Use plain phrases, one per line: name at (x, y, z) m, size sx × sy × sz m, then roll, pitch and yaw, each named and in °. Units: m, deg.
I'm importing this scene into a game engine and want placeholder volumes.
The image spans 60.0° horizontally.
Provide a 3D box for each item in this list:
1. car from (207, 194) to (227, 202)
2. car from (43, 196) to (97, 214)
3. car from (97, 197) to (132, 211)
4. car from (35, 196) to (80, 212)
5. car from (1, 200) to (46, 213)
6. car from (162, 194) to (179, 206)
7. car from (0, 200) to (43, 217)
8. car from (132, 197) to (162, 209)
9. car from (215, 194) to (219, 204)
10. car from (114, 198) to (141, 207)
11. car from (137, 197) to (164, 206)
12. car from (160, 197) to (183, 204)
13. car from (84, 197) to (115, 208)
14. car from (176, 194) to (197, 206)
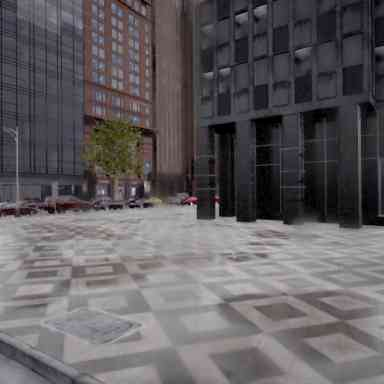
car at (5.799, 1.297, 76.472) m, size 2.192 × 1.841 × 5.009 m, roll -1°, pitch 0°, yaw 35°
car at (-12.857, 1.291, 34.515) m, size 2.192 × 1.841 × 5.009 m, roll -1°, pitch 0°, yaw 35°
car at (-9.647, 1.525, 39.152) m, size 1.947 × 1.339 × 4.313 m, roll -1°, pitch 0°, yaw 35°
car at (-16.084, 1.390, 39.989) m, size 2.097 × 1.767 × 4.553 m, roll -1°, pitch 0°, yaw 35°
car at (-19.864, 1.643, 39.366) m, size 1.947 × 1.339 × 4.313 m, roll -1°, pitch 0°, yaw 35°
car at (-2.033, 1.496, 54.758) m, size 2.033 × 1.411 × 5.357 m, roll -1°, pitch 0°, yaw 35°
car at (-16.063, 1.577, 29.876) m, size 1.802 × 1.307 × 4.206 m, roll -1°, pitch 0°, yaw 35°
car at (-6.440, 1.510, 43.788) m, size 1.947 × 1.339 × 4.313 m, roll -1°, pitch 0°, yaw 35°
car at (3.181, 1.223, 57.703) m, size 2.192 × 1.841 × 5.009 m, roll -1°, pitch 0°, yaw 35°
car at (-10.240, 1.614, 53.280) m, size 1.802 × 1.307 × 4.206 m, roll -1°, pitch 0°, yaw 35°
car at (-7.129, 1.545, 57.778) m, size 1.752 × 1.417 × 4.829 m, roll -1°, pitch 0°, yaw 35°
car at (-3.823, 1.575, 62.557) m, size 1.947 × 1.339 × 4.313 m, roll -1°, pitch 0°, yaw 35°
car at (-13.450, 1.485, 48.642) m, size 1.967 × 1.590 × 4.097 m, roll -1°, pitch 0°, yaw 35°
car at (-0.025, 1.463, 53.064) m, size 1.887 × 1.381 × 4.507 m, roll -1°, pitch 0°, yaw 35°
